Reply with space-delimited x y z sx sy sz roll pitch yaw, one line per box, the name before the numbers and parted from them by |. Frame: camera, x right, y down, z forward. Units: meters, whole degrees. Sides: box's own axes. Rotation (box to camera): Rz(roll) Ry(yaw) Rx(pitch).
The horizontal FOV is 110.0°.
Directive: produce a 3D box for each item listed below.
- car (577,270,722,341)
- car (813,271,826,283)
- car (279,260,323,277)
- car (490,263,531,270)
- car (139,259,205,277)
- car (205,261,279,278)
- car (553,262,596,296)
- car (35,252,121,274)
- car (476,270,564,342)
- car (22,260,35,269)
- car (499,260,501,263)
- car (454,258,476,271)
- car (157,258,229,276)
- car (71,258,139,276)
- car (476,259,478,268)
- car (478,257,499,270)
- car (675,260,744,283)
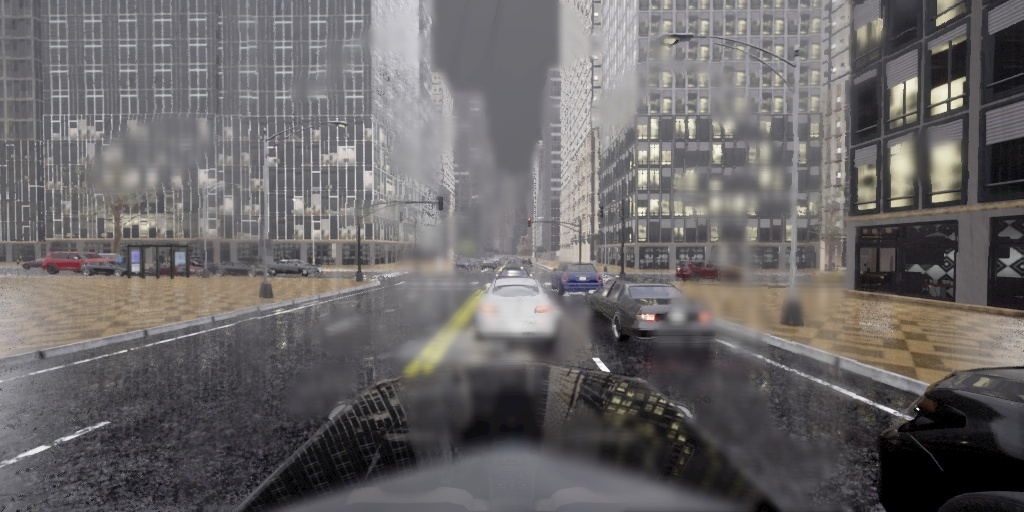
car | 3.358 1.294 9.782 2.033 1.411 5.357 0 0 0
car | 27.663 1.579 29.507 4.829 1.417 1.751 0 0 1
car | -20.005 1.080 32.920 4.902 1.511 2.128 1 1 1
car | 0.112 1.288 18.888 2.033 1.411 5.357 0 0 0
car | -28.394 1.138 30.407 4.207 1.307 1.802 0 0 1
car | -22.710 1.174 30.270 4.313 1.339 1.948 0 0 1
car | 3.363 1.093 19.168 2.097 1.767 4.553 0 0 0
car | -40.016 0.628 33.346 5.566 2.045 2.150 1 1 1
car | 0.105 1.272 9.644 1.812 1.442 4.674 0 0 0
car | -50.941 0.793 39.373 4.207 1.307 1.802 0 0 1
car | -3.283 1.304 60.987 1.895 1.301 4.718 0 0 0
car | -6.588 1.068 49.244 2.097 1.767 4.553 0 0 1
car | -29.416 0.981 33.120 5.008 1.535 1.882 1 1 1
car | -34.074 1.069 30.585 4.313 1.339 1.948 0 0 1
car | -6.544 1.211 58.341 1.837 1.490 4.892 0 0 0
car | -3.304 1.262 51.227 2.033 1.411 5.357 0 0 0
car | 16.214 1.269 29.713 5.009 1.841 2.192 0 0 1
